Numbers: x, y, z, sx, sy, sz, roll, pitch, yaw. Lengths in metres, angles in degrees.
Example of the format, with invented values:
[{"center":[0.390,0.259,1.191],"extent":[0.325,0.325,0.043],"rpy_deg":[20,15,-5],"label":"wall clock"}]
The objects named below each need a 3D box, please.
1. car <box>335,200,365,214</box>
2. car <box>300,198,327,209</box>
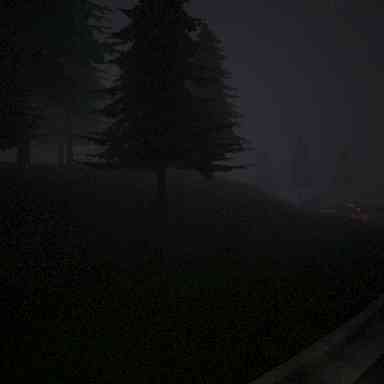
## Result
[{"center":[17.413,1.590,36.715],"extent":[1.812,1.442,4.674],"rpy_deg":[0,0,4],"label":"car"},{"center":[16.828,1.579,46.256],"extent":[1.837,1.490,4.892],"rpy_deg":[0,0,-10],"label":"car"}]
